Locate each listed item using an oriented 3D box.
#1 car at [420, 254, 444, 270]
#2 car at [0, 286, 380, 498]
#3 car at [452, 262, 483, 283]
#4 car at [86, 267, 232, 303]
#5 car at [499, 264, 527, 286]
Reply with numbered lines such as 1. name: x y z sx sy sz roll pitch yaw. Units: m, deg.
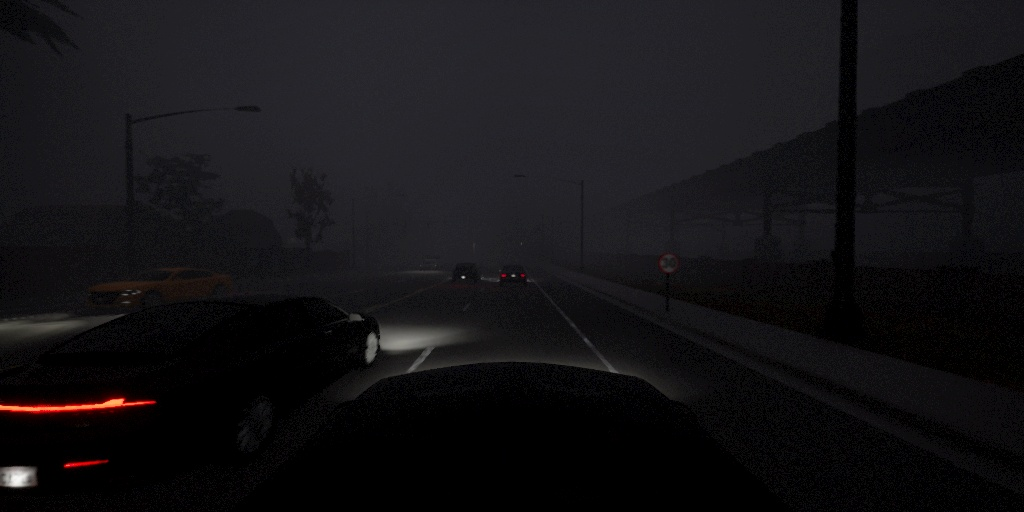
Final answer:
1. car: -10.544 0.775 47.630 2.150 2.045 5.566 0 0 0
2. car: -3.404 1.255 4.887 1.837 1.490 4.892 0 0 0
3. car: -3.417 1.222 27.563 1.837 1.490 4.892 0 0 0
4. car: -14.108 1.225 14.780 1.882 1.535 5.008 0 0 0
5. car: 0.085 1.274 24.971 2.033 1.411 5.357 0 0 0
